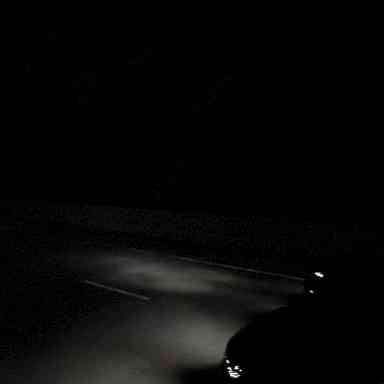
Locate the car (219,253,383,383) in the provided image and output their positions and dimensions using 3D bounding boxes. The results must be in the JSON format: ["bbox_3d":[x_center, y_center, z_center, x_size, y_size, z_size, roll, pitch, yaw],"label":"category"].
[{"bbox_3d":[2.501,1.525,2.208,4.892,1.490,1.837,2,1,35],"label":"car"}]

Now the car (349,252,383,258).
[{"bbox_3d":[4.340,1.507,5.196,4.902,1.511,2.128,2,1,35],"label":"car"}]
